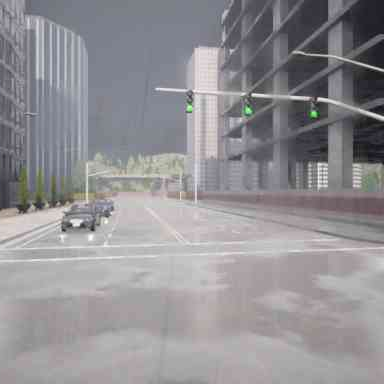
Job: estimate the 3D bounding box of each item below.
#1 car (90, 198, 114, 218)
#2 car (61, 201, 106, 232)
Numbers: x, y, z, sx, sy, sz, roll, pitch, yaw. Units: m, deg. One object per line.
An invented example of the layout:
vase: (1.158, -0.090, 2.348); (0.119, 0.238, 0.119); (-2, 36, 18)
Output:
car: (-8.624, 1.399, 30.558); (2.097, 1.767, 4.553); (0, 0, -10)
car: (-6.785, 1.533, 20.640); (2.128, 1.511, 4.902); (0, 0, -10)
